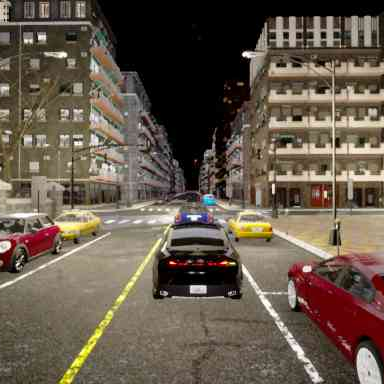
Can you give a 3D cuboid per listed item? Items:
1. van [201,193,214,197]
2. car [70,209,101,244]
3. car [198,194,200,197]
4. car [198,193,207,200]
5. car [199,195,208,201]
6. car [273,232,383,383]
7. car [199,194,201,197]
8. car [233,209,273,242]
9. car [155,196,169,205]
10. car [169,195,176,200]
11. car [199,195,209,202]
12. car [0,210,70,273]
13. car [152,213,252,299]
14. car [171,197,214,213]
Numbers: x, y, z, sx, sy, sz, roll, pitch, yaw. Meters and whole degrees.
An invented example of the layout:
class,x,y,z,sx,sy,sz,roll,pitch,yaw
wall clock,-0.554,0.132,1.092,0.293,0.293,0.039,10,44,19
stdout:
class,x,y,z,sx,sy,sz,roll,pitch,yaw
van,2.743,1.318,54.017,1.690,1.788,3.998,1,0,0
car,-5.669,1.526,15.878,1.752,1.417,4.829,1,0,0
car,2.748,1.531,65.359,1.947,1.339,4.313,1,0,0
car,2.769,1.245,88.043,2.192,1.841,5.009,1,0,0
car,2.762,1.491,82.371,2.008,1.369,4.403,1,0,0
car,2.702,1.546,4.791,1.887,1.381,4.507,1,0,0
car,2.744,1.516,59.689,1.887,1.381,4.507,1,0,0
car,2.711,1.526,16.194,1.752,1.417,4.829,1,0,0
car,-5.636,1.553,59.751,1.802,1.307,4.206,1,0,0
car,-5.615,1.511,88.107,1.802,1.307,4.206,1,0,0
car,2.757,1.500,76.701,2.008,1.369,4.403,1,0,0
car,-5.673,1.441,10.433,1.967,1.590,4.097,1,0,0
car,0.108,1.506,8.413,1.837,1.490,4.892,0,0,0
car,0.133,1.353,18.673,2.097,1.767,4.553,0,0,1
